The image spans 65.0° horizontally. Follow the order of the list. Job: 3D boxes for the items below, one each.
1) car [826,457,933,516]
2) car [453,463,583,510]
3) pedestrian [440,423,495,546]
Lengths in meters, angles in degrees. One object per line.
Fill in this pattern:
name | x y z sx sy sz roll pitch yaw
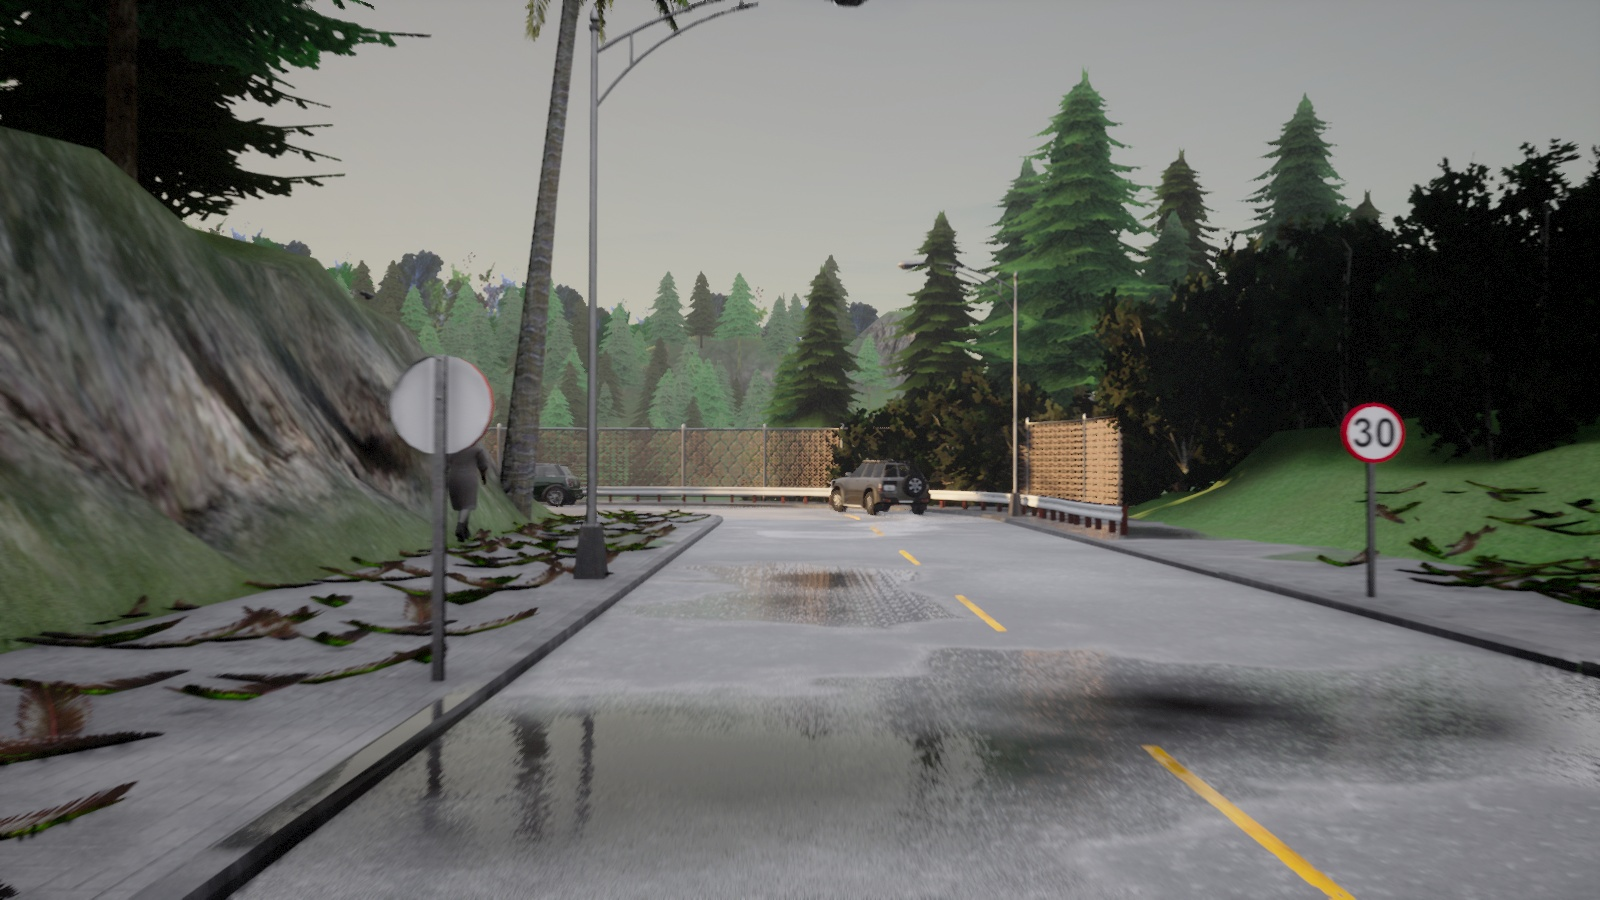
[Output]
car | 2.612 1.205 42.507 1.932 1.855 4.605 1 -1 -20
car | -10.871 1.383 48.640 4.553 1.767 2.097 0 -1 2
pedestrian | -5.374 0.552 20.310 0.659 1.952 0.873 0 -1 0
